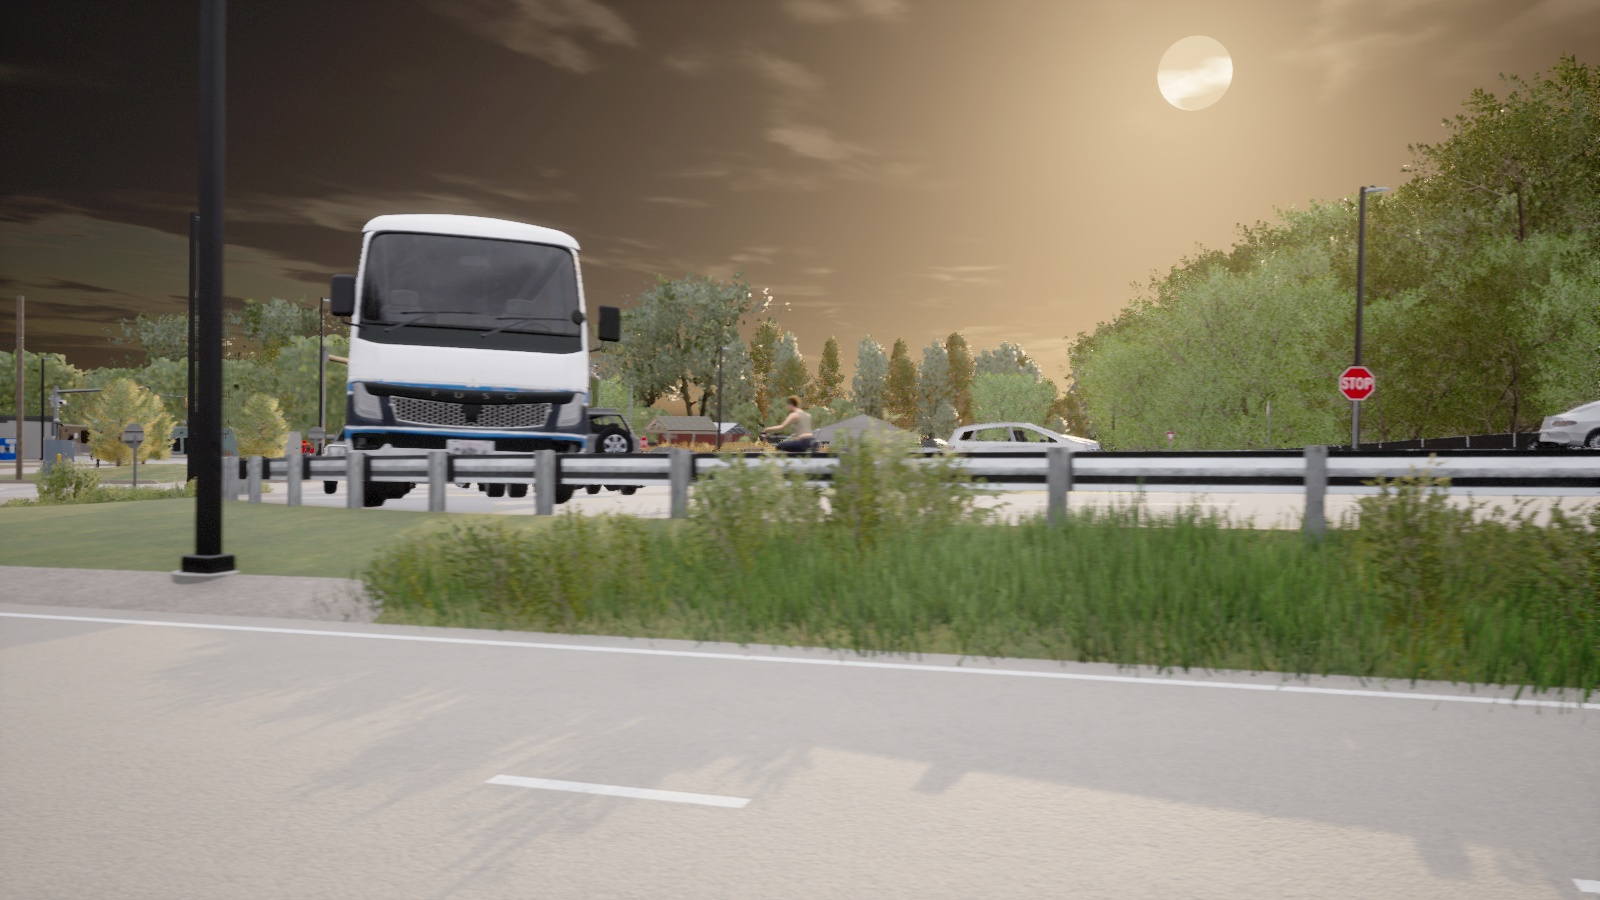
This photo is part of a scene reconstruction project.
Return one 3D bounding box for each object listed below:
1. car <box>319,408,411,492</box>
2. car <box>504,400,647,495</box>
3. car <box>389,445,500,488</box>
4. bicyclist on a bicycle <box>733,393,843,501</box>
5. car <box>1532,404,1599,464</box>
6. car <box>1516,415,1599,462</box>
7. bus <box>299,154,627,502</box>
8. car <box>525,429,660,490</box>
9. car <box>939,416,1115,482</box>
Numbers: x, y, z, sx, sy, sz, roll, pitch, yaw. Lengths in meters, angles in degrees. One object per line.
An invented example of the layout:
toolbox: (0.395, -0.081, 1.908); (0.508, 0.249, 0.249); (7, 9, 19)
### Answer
car: (-10.518, 0.051, 30.340); (1.932, 1.855, 4.605); (1, -2, -20)
car: (-4.913, 0.016, 26.917); (1.932, 1.855, 4.605); (1, -2, -24)
car: (-13.234, 0.604, 46.725); (3.633, 1.501, 1.845); (0, 1, 24)
bicyclist on a bicycle: (-0.194, -0.041, 19.626); (1.509, 1.612, 0.866); (-1, -1, 42)
car: (21.119, -0.466, 31.229); (4.674, 1.442, 1.812); (-2, 0, 14)
car: (28.063, -0.365, 45.328); (2.163, 1.488, 4.792); (2, -1, 8)
bus: (-5.882, -1.330, 21.145); (3.944, 4.253, 10.273); (2, -3, -18)
car: (-6.702, 0.312, 40.637); (3.866, 1.878, 1.905); (-1, 0, 21)
car: (6.539, -0.021, 36.057); (4.611, 1.667, 2.242); (-2, 0, 19)
